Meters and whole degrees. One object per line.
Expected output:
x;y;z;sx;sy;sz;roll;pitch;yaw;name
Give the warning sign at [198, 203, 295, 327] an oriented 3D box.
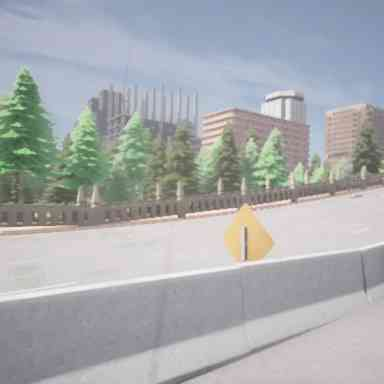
0.927;1.127;5.859;1.060;1.860;1.300;2;-3;-35;warning sign
